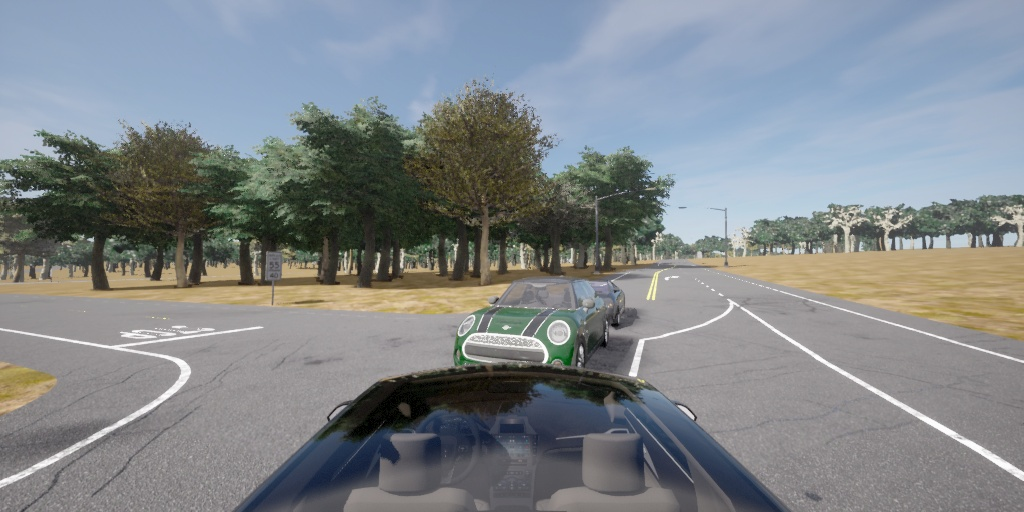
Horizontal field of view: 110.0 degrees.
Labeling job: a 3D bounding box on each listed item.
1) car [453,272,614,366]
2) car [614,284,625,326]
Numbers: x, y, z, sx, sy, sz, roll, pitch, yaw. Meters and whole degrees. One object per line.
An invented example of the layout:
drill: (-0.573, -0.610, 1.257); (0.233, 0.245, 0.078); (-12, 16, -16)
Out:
car: (0.686, 1.222, 7.422); (2.097, 1.767, 4.553); (-1, -2, 22)
car: (2.913, 1.554, 12.854); (1.994, 1.385, 4.181); (-2, 0, 22)
